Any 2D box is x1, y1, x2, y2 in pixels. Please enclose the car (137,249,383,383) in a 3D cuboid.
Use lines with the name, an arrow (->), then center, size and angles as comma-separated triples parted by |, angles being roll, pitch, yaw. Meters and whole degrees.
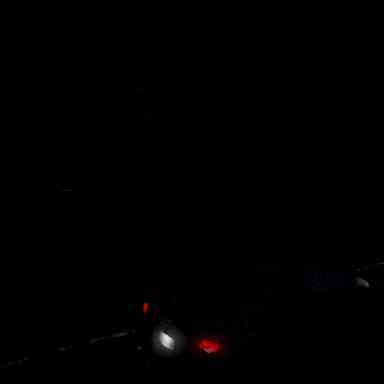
car -> 1.357, 1.542, 4.715 | 4.181, 1.385, 1.994 | 0, 0, -36
